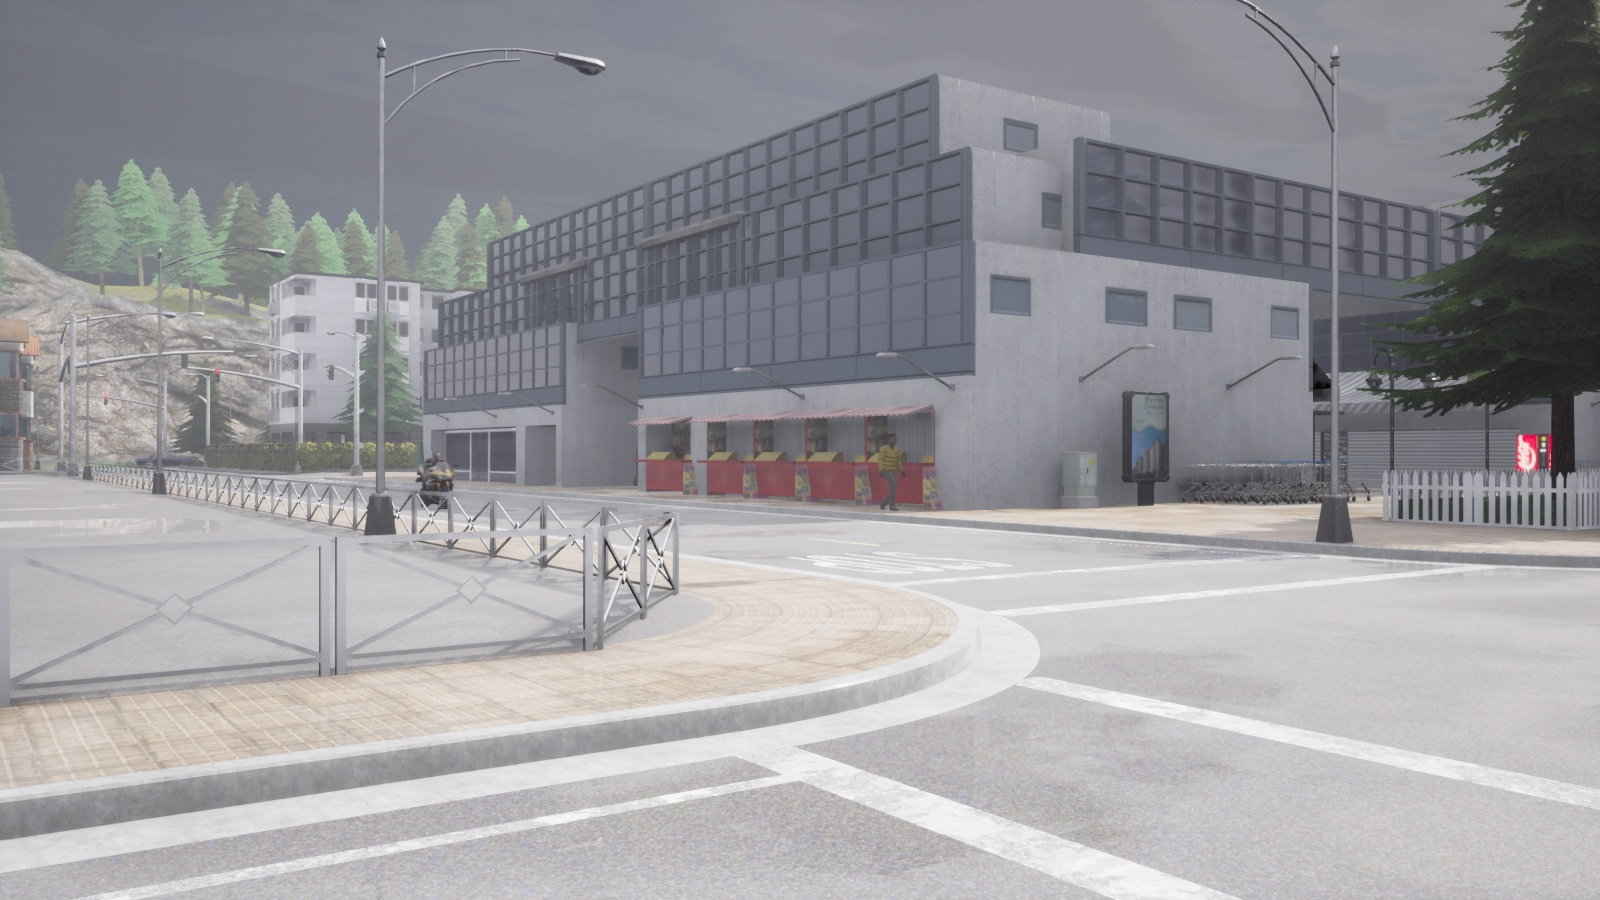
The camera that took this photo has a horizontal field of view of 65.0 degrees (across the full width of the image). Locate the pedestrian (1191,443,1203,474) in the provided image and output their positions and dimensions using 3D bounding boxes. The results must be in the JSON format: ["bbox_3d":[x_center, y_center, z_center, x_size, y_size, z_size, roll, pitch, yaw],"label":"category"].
[{"bbox_3d":[23.983,0.525,75.800,0.345,1.836,0.594,0,0,-36],"label":"pedestrian"}]

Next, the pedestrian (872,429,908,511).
[{"bbox_3d":[2.045,0.456,28.544,0.431,1.840,0.709,0,0,-37],"label":"pedestrian"}]

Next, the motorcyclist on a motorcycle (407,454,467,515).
[{"bbox_3d":[-9.455,0.865,32.677,0.866,1.530,2.191,0,0,-34],"label":"motorcyclist on a motorcycle"}]
